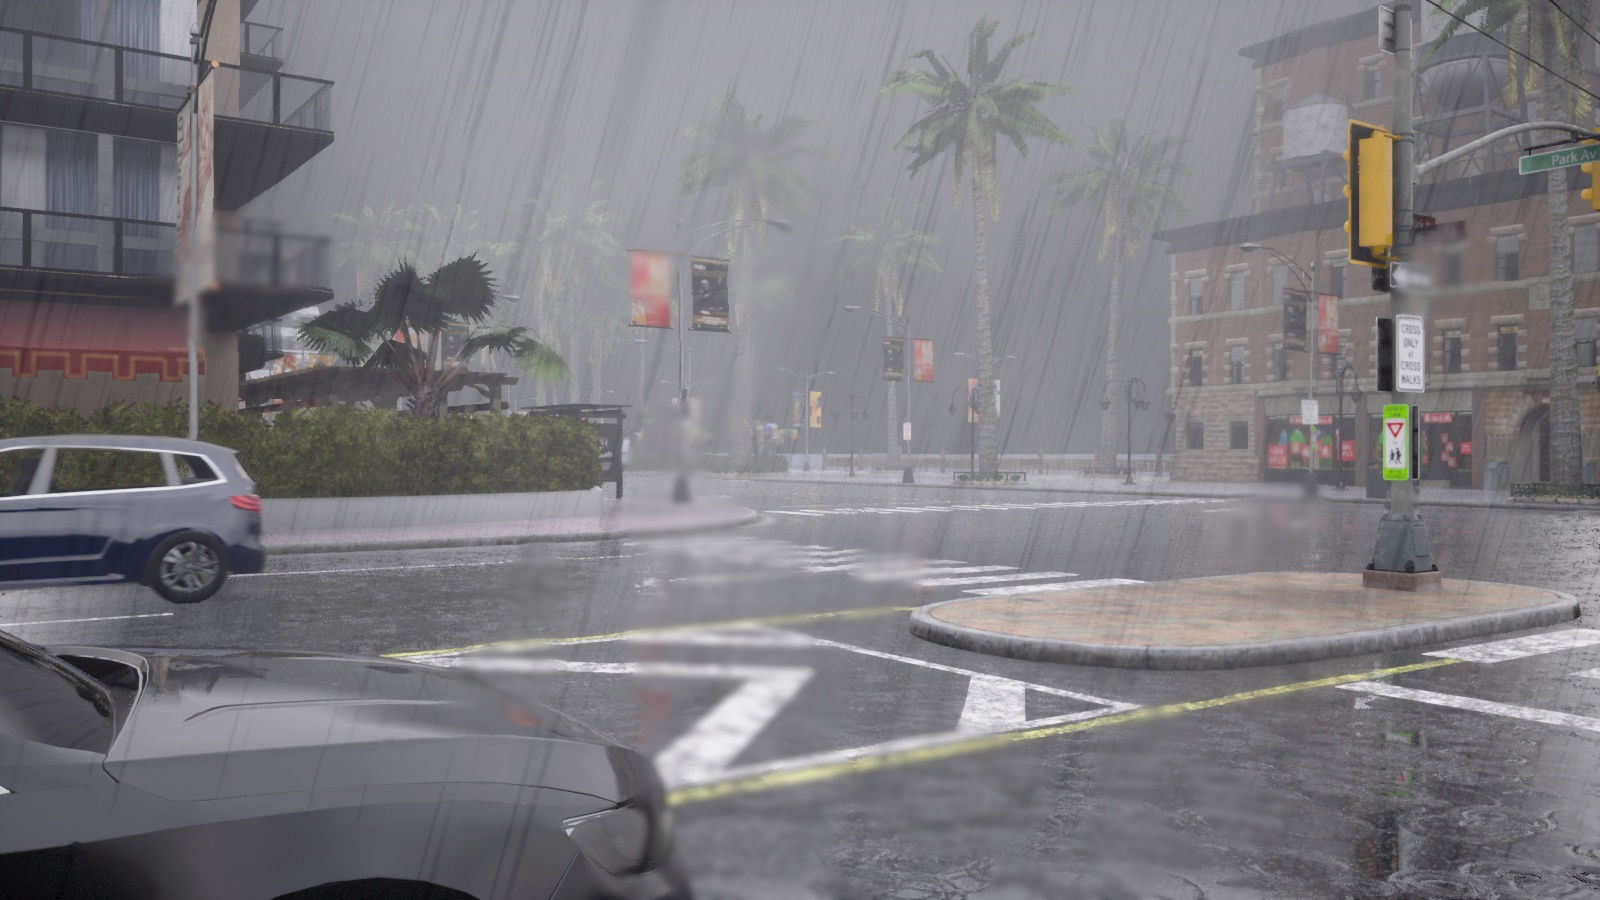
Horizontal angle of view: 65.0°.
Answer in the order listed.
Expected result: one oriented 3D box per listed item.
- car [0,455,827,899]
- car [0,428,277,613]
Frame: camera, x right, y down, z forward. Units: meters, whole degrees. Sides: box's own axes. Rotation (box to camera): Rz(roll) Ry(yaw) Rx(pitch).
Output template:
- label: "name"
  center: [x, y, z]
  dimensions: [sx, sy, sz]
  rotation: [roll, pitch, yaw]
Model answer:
- label: "car"
  center: [-2.478, 0.760, 1.933]
  dimensions: [4.892, 1.490, 1.837]
  rotation: [0, 0, -35]
- label: "car"
  center: [-7.801, 0.636, 12.243]
  dimensions: [4.611, 1.667, 2.242]
  rotation: [0, 0, -35]
